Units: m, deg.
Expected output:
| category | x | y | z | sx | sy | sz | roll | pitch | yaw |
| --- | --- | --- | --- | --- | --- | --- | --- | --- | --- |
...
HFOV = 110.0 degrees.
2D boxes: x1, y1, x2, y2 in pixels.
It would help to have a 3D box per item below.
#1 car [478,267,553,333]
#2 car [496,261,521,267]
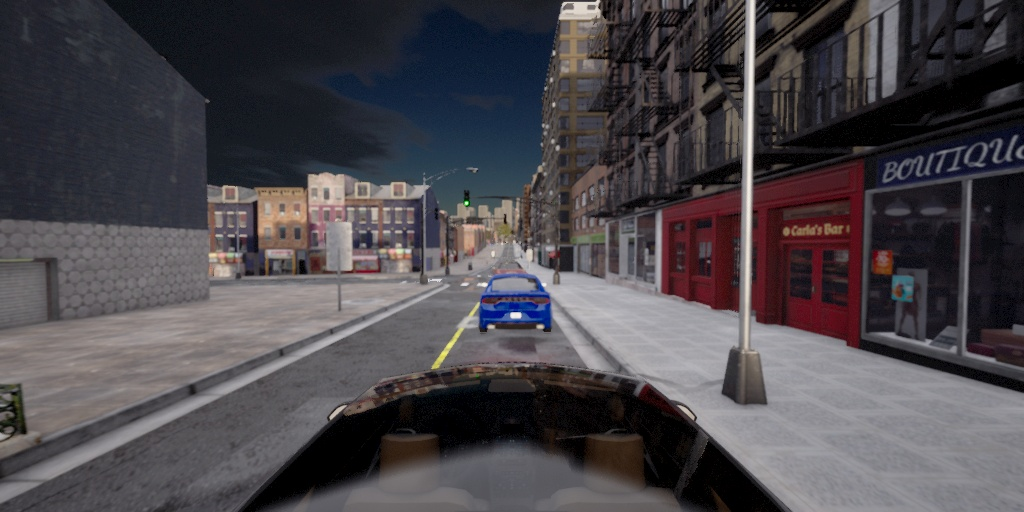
| category | x | y | z | sx | sy | sz | roll | pitch | yaw |
| --- | --- | --- | --- | --- | --- | --- | --- | --- | --- |
| car | 0.072 | 1.246 | 10.861 | 1.882 | 1.535 | 5.008 | 0 | 0 | -1 |
| car | -0.294 | 1.156 | 24.714 | 2.097 | 1.767 | 4.553 | 0 | 0 | -6 |
